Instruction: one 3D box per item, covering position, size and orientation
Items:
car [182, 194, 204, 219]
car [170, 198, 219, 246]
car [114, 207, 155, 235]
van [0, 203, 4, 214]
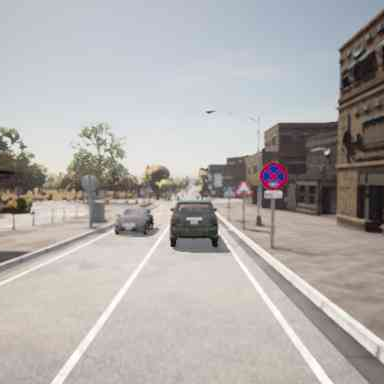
[{"bbox_3d":[0.089,1.376,33.363,2.097,1.767,4.553,0,6,0],"label":"car"},{"bbox_3d":[0.095,1.385,16.448,2.150,2.045,5.566,0,-1,0],"label":"car"},{"bbox_3d":[-3.355,1.675,20.054,2.128,1.511,4.902,0,0,0],"label":"car"},{"bbox_3d":[-22.016,1.692,34.685,4.442,1.987,1.878,0,-1,0],"label":"van"}]
